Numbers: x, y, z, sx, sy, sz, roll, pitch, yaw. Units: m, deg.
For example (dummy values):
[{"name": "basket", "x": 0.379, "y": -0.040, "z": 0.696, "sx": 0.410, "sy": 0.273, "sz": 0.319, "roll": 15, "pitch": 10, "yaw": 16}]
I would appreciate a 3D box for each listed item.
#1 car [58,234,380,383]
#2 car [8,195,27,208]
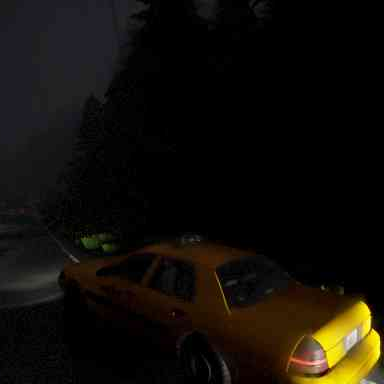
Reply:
[{"name": "car", "x": -0.244, "y": 1.417, "z": 5.097, "sx": 5.366, "sy": 1.575, "sz": 1.801, "roll": 1, "pitch": 1, "yaw": 44}, {"name": "car", "x": -21.049, "y": 1.057, "z": 40.116, "sx": 2.128, "sy": 1.511, "sz": 4.902, "roll": -2, "pitch": 2, "yaw": -26}]
